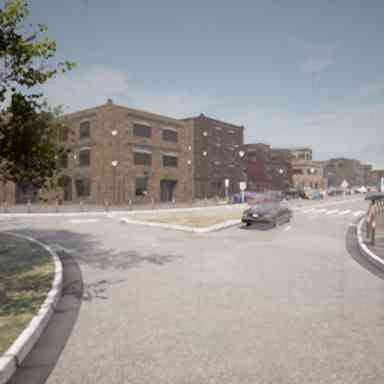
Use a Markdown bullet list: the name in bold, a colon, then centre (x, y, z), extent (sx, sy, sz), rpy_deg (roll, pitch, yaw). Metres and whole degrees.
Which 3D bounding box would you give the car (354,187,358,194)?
- **car**: centre (39.549, -0.150, 87.067), extent (5.366, 1.575, 1.946), rpy_deg (1, 1, 38)

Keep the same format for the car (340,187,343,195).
- **car**: centre (31.123, 0.088, 76.157), extent (4.892, 1.521, 2.231), rpy_deg (1, 1, 38)

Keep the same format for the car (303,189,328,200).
- **car**: centre (20.573, 0.633, 55.437), extent (1.812, 1.442, 4.674), rpy_deg (1, 2, 38)

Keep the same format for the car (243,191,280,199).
- **car**: centre (8.523, 0.954, 40.439), extent (1.812, 1.442, 4.674), rpy_deg (1, 1, 39)

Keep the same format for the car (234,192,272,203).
- **car**: centre (8.814, 0.774, 48.106), extent (5.008, 1.535, 2.097), rpy_deg (1, 1, 38)

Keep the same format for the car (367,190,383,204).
- **car**: centre (24.120, 0.843, 42.341), extent (1.837, 1.490, 4.892), rpy_deg (1, 0, 38)

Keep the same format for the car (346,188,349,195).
- **car**: centre (34.552, -0.008, 80.472), extent (4.892, 1.521, 2.231), rpy_deg (1, 1, 38)

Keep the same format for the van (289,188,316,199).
- **van**: centre (20.917, 0.178, 63.135), extent (4.442, 1.987, 1.878), rpy_deg (1, 2, 38)

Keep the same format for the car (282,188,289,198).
- **car**: centre (12.271, 0.551, 52.396), extent (4.553, 1.767, 2.185), rpy_deg (1, 1, 38)

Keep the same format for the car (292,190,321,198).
- **car**: centre (22.538, 0.348, 65.374), extent (5.008, 1.535, 2.097), rpy_deg (1, 2, 38)

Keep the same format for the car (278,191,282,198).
- **car**: centre (10.534, 0.765, 50.259), extent (4.674, 1.452, 2.002), rpy_deg (1, 1, 38)

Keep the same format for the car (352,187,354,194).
- **car**: centre (37.980, -0.061, 84.792), extent (4.674, 1.452, 2.002), rpy_deg (1, 1, 38)

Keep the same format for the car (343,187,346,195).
- **car**: centre (32.838, 0.040, 78.315), extent (4.892, 1.521, 2.231), rpy_deg (1, 1, 38)

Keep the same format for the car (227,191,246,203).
- **car**: centre (7.123, 0.693, 45.918), extent (4.553, 1.767, 2.185), rpy_deg (1, 1, 38)

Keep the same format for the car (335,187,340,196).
- **car**: centre (29.407, 0.139, 73.999), extent (4.892, 1.521, 2.231), rpy_deg (1, 1, 38)

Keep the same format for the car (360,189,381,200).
- **car**: centre (29.435, 0.611, 54.020), extent (2.033, 1.411, 5.357), rpy_deg (1, 2, 39)

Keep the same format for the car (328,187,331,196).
- **car**: centre (25.947, 0.115, 69.703), extent (4.553, 1.767, 2.185), rpy_deg (1, 1, 38)

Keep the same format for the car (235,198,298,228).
- **car**: centre (4.712, 1.305, 20.351), extent (2.033, 1.411, 5.357), rpy_deg (0, 1, 30)

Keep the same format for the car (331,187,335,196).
- **car**: centre (27.712, 0.063, 71.823), extent (4.553, 1.767, 2.185), rpy_deg (1, 1, 38)

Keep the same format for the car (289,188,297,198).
- **car**: centre (13.961, 0.626, 54.584), extent (4.892, 1.521, 2.231), rpy_deg (1, 1, 38)

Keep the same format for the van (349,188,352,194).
- **van**: centre (36.431, -0.282, 82.654), extent (4.442, 1.987, 1.878), rpy_deg (1, 1, 39)

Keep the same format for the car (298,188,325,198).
- **car**: centre (24.232, 0.167, 67.546), extent (4.553, 1.767, 2.185), rpy_deg (1, 2, 38)

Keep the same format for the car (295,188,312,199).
- **car**: centre (19.256, 0.457, 60.939), extent (5.366, 1.575, 1.946), rpy_deg (1, 2, 38)
